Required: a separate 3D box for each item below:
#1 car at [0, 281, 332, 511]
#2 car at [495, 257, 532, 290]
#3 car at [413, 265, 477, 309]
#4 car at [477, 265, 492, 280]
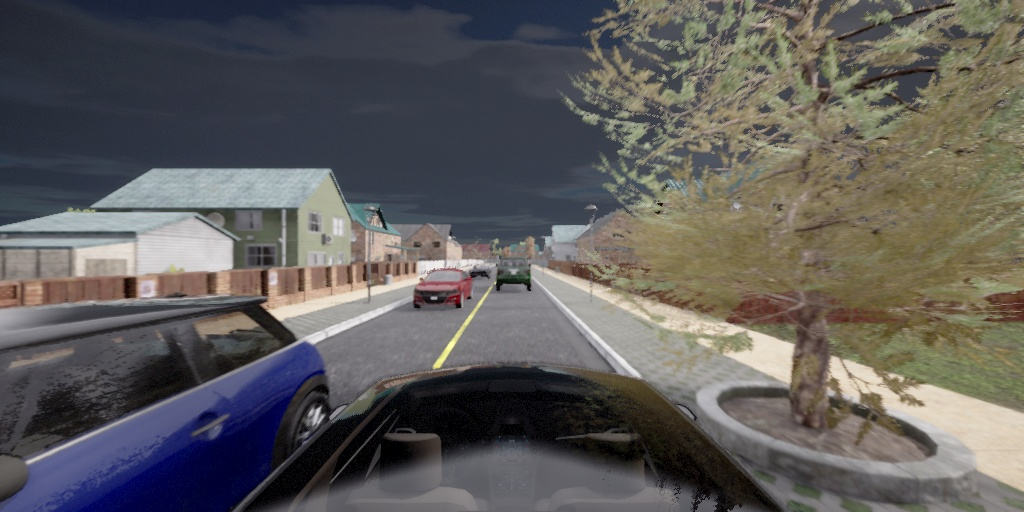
[{"bbox_3d":[-2.845,1.102,1.668,2.097,1.767,4.553,0,0,0],"label":"car"},{"bbox_3d":[0.100,1.051,23.159,2.150,2.045,5.566,0,0,0],"label":"car"},{"bbox_3d":[-2.823,1.276,15.555,1.882,1.535,5.008,0,0,0],"label":"car"},{"bbox_3d":[-2.851,1.472,33.180,1.895,1.301,4.718,0,0,0],"label":"car"}]
